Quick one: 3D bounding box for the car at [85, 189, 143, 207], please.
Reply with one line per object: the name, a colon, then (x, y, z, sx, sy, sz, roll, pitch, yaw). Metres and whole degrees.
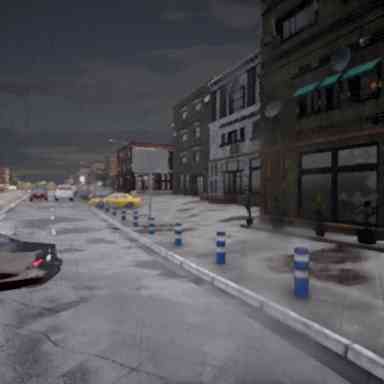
car: (-7.739, 0.819, 33.763, 5.366, 1.575, 1.946, 1, 2, -23)

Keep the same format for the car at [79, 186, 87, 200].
car: (-10.786, 0.324, 41.441, 5.566, 2.045, 2.435, 1, 1, -23)

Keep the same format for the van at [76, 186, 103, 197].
van: (-18.244, -0.101, 59.099, 4.442, 1.987, 1.878, 1, 1, -23)

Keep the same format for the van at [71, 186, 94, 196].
van: (-22.841, -0.285, 69.256, 4.442, 1.987, 1.878, 1, 1, -23)

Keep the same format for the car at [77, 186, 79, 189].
car: (-15.145, 0.295, 51.571, 4.892, 1.521, 2.231, 1, 1, -23)

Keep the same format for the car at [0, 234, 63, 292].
car: (-5.709, 1.494, 7.153, 5.357, 1.411, 2.033, 1, 0, -7)

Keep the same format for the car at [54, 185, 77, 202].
car: (-16.825, 0.150, 43.812, 2.150, 2.045, 5.566, 1, 1, -23)

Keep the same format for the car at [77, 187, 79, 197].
car: (-12.988, 0.427, 46.499, 5.008, 1.535, 2.097, 1, 1, -23)

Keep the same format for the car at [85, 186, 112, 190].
car: (-9.761, 0.528, 38.887, 4.553, 1.767, 2.185, 1, 1, -23)

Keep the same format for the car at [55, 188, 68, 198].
car: (-20.971, 0.189, 53.376, 1.837, 1.490, 4.892, 1, 1, -23)

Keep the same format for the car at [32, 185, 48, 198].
car: (-23.736, -0.124, 52.220, 2.150, 2.045, 5.566, 1, 1, -23)

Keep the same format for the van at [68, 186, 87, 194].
van: (-29.133, -0.529, 84.558, 4.442, 1.987, 1.878, 1, 1, -23)

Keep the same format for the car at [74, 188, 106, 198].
car: (-17.312, 0.176, 56.637, 5.008, 1.535, 2.097, 1, 1, -23)

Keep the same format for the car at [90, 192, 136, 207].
car: (-8.649, 0.777, 36.373, 4.674, 1.452, 2.002, 1, 1, -23)

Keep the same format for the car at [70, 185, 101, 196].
car: (-20.593, -0.227, 64.224, 5.566, 2.045, 2.435, 1, 1, -23)

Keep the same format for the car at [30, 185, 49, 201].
car: (-19.828, 0.235, 43.215, 2.097, 1.767, 4.553, 1, 1, -23)
